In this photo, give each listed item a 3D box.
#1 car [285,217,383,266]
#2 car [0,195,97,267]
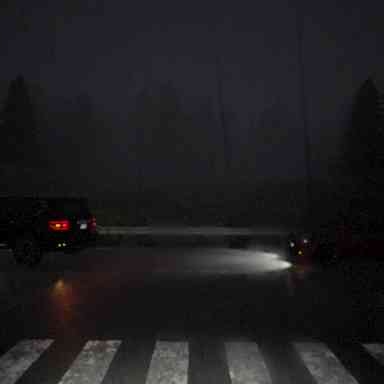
[{"bbox_3d":[5.279,1.556,11.000,4.181,1.385,1.994,0,0,-1],"label":"car"},{"bbox_3d":[-5.894,1.125,11.098,5.566,2.045,2.150,1,-1,18],"label":"car"}]
